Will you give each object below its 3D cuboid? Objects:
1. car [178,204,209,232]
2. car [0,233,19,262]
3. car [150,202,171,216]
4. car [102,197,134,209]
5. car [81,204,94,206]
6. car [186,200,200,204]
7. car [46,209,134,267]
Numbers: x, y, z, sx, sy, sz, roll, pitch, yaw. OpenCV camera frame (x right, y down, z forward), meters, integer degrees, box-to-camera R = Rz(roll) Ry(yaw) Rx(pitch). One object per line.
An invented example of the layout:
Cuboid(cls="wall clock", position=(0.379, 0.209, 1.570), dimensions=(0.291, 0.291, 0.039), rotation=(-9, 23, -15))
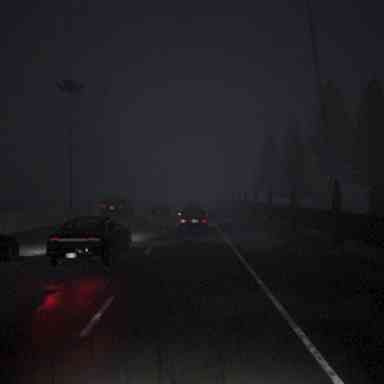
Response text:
Cuboid(cls="car", position=(0.101, 1.716, 21.369), dimensions=(2.033, 1.411, 5.357), rotation=(0, 0, 0))
Cuboid(cls="car", position=(-6.898, 1.600, 9.608), dimensions=(1.812, 1.442, 4.674), rotation=(0, 0, 0))
Cuboid(cls="car", position=(-3.393, 1.810, 36.380), dimensions=(1.812, 1.442, 4.674), rotation=(0, 0, 0))
Cuboid(cls="car", position=(-6.896, 1.467, 31.351), dimensions=(2.150, 2.045, 5.566), rotation=(0, 0, 0))
Cuboid(cls="car", position=(-14.044, 1.912, 46.967), dimensions=(2.033, 1.411, 5.357), rotation=(0, 0, 1))
Cuboid(cls="car", position=(0.105, 1.858, 48.576), dimensions=(1.882, 1.535, 5.008), rotation=(0, 0, 0))
Cuboid(cls="car", position=(-3.399, 1.585, 11.776), dimensions=(2.128, 1.511, 4.902), rotation=(0, 0, 0))
